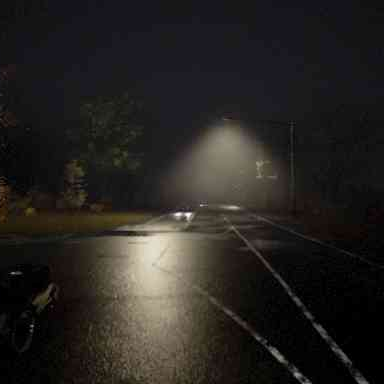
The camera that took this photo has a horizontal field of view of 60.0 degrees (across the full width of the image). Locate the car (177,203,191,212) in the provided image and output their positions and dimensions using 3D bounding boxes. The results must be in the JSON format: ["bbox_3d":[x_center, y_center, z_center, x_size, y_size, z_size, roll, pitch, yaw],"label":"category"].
[{"bbox_3d":[-1.225,2.334,49.907,1.895,1.301,4.718,-1,-1,2],"label":"car"}]

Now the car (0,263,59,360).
[{"bbox_3d":[-3.243,1.550,3.247,2.033,1.411,5.357,-1,1,3],"label":"car"}]
